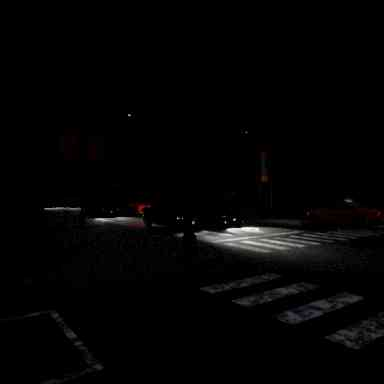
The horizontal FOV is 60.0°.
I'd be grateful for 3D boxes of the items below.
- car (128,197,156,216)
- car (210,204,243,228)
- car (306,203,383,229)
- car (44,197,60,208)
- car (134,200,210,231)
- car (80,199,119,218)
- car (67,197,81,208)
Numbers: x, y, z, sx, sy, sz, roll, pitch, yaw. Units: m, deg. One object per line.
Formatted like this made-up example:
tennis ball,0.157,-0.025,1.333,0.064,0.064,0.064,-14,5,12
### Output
car,-3.993,1.312,29.944,2.097,1.767,4.553,0,0,-36
car,1.476,1.537,22.328,1.994,1.385,4.181,0,0,-36
car,9.990,1.450,21.887,1.882,1.535,5.008,-1,1,-40
car,-20.210,1.475,47.085,2.033,1.411,5.357,0,0,-35
car,-1.376,1.468,20.730,2.128,1.511,4.902,0,0,-36
car,-8.282,1.466,30.346,1.837,1.490,4.892,0,0,-36
car,-16.312,1.452,47.195,1.812,1.442,4.674,0,0,-35
